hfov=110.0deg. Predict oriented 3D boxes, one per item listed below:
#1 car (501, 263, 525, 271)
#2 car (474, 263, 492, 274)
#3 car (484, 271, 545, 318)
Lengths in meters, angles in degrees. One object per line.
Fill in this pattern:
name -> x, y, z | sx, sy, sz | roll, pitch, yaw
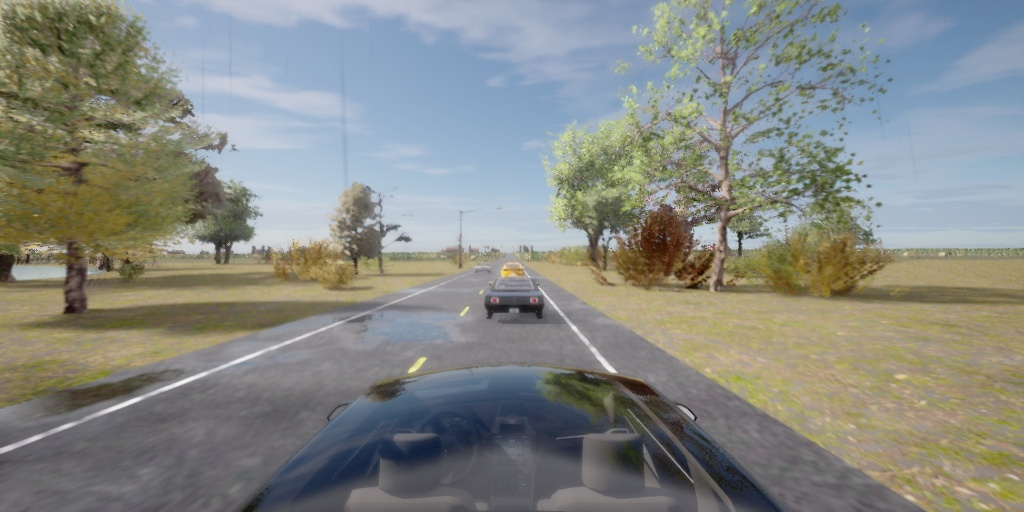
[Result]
car -> 0.101, 1.339, 31.446 | 1.882, 1.535, 5.008 | 0, 0, 0
car -> -3.578, 1.496, 44.423 | 1.895, 1.301, 4.718 | 0, 0, 0
car -> 0.087, 1.398, 13.229 | 1.895, 1.301, 4.718 | 0, 0, 0
